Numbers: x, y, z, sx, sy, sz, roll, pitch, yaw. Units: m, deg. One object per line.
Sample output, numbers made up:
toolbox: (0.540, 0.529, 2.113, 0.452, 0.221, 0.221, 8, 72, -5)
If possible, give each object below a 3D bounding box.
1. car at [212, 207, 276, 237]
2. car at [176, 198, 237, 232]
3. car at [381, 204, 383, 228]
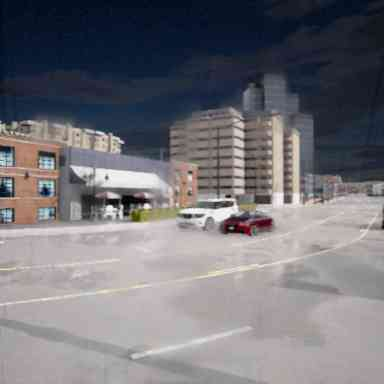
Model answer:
car: (3.298, 1.764, 19.419, 1.994, 1.385, 4.181, -1, -1, 37)
car: (1.228, 1.461, 22.585, 2.150, 2.045, 5.566, 0, -1, 35)
car: (14.301, 1.753, 23.189, 2.033, 1.411, 5.357, -1, -1, 31)
